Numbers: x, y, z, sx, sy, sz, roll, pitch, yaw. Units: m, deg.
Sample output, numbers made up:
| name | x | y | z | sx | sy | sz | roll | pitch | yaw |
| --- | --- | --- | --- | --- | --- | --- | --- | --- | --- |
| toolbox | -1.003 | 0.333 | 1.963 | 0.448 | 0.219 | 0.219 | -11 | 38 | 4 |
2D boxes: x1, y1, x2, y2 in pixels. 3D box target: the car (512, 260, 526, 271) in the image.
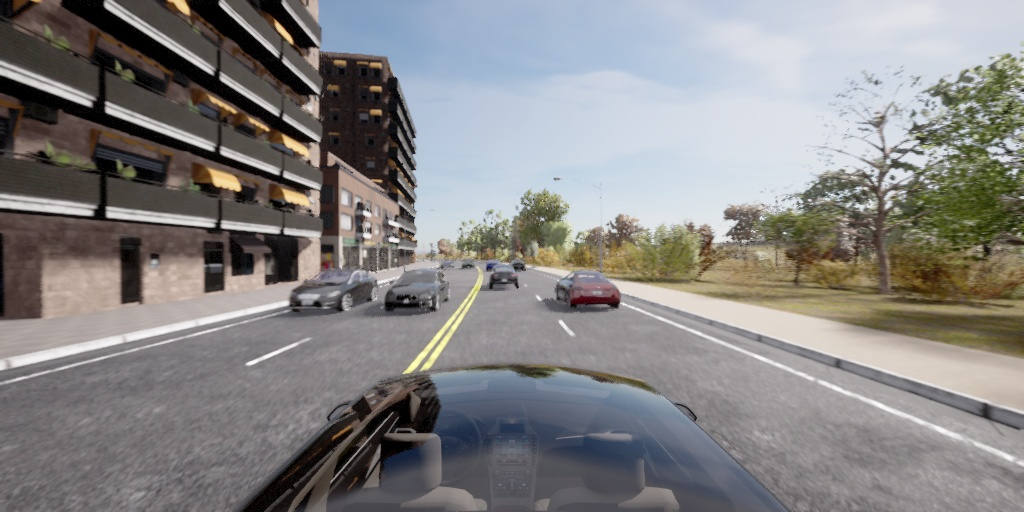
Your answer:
| name | x | y | z | sx | sy | sz | roll | pitch | yaw |
| --- | --- | --- | --- | --- | --- | --- | --- | --- | --- |
| car | 0.717 | 1.270 | 49.037 | 1.837 | 1.490 | 4.892 | 0 | 0 | -6 |

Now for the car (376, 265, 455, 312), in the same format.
| name | x | y | z | sx | sy | sz | roll | pitch | yaw |
| --- | --- | --- | --- | --- | --- | --- | --- | --- | --- |
| car | -3.626 | 1.282 | 14.421 | 1.837 | 1.490 | 4.892 | 0 | 0 | -2 |

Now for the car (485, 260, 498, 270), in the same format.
| name | x | y | z | sx | sy | sz | roll | pitch | yaw |
| --- | --- | --- | --- | --- | --- | --- | --- | --- | --- |
| car | -2.686 | 1.259 | 50.318 | 1.882 | 1.535 | 5.008 | 0 | 0 | -6 |

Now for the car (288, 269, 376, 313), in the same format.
| name | x | y | z | sx | sy | sz | roll | pitch | yaw |
| --- | --- | --- | --- | --- | --- | --- | --- | --- | --- |
| car | -6.874 | 1.283 | 14.351 | 2.128 | 1.511 | 4.902 | 0 | 0 | -2 |

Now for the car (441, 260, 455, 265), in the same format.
| name | x | y | z | sx | sy | sz | roll | pitch | yaw |
| --- | --- | --- | --- | --- | --- | --- | --- | --- | --- |
| car | -10.048 | 1.378 | 56.252 | 1.994 | 1.385 | 4.181 | 0 | 0 | -6 |

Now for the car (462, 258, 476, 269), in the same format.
| name | x | y | z | sx | sy | sz | roll | pitch | yaw |
| --- | --- | --- | --- | --- | --- | --- | --- | --- | --- |
| car | -6.835 | 1.152 | 56.736 | 2.097 | 1.767 | 4.553 | 0 | 0 | -6 |

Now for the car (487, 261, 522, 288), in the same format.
| name | x | y | z | sx | sy | sz | roll | pitch | yaw |
| --- | --- | --- | --- | --- | --- | --- | --- | --- | --- |
| car | -0.578 | 1.295 | 23.905 | 1.812 | 1.442 | 4.674 | 0 | 0 | -3 |

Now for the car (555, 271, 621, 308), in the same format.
| name | x | y | z | sx | sy | sz | roll | pitch | yaw |
| --- | --- | --- | --- | --- | --- | --- | --- | --- | --- |
| car | 3.057 | 1.312 | 15.151 | 1.994 | 1.385 | 4.181 | 0 | 0 | -2 |
